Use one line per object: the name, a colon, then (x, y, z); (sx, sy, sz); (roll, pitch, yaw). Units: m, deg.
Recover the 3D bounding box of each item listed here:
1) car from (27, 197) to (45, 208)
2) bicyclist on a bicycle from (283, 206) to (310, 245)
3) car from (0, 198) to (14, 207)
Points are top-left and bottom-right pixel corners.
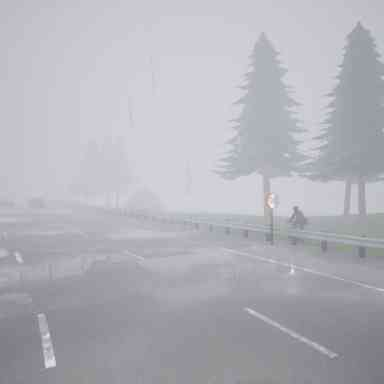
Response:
car: (-22.268, 1.502, 47.560); (1.837, 1.490, 4.892); (0, -1, -32)
bicyclist on a bicycle: (4.419, 1.429, 13.957); (1.656, 1.620, 0.582); (6, -3, -31)
car: (-27.924, 1.600, 49.982); (1.895, 1.301, 4.718); (0, 0, -32)
